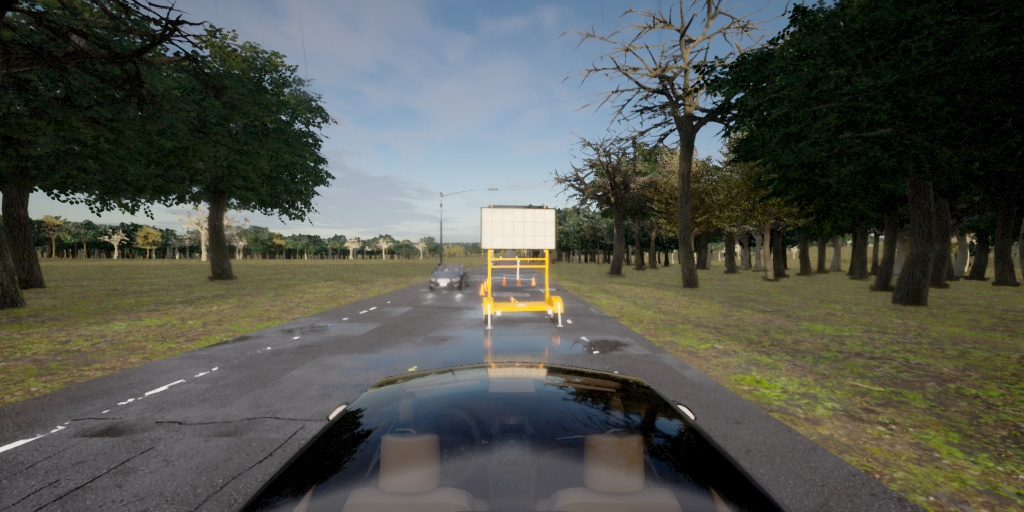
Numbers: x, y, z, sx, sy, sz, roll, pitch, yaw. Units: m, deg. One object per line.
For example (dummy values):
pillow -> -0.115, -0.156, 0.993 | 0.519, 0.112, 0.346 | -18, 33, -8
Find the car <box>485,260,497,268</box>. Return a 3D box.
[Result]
car -> -3.659, 1.303, 63.922 | 2.128, 1.511, 4.902 | 0, 0, 0

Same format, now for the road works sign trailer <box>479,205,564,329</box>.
road works sign trailer -> 0.180, 0.211, 11.369 | 2.380, 3.560, 2.880 | 0, 0, -8

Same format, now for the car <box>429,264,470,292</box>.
car -> -3.631, 1.239, 21.389 | 2.128, 1.511, 4.902 | 0, 0, 0
